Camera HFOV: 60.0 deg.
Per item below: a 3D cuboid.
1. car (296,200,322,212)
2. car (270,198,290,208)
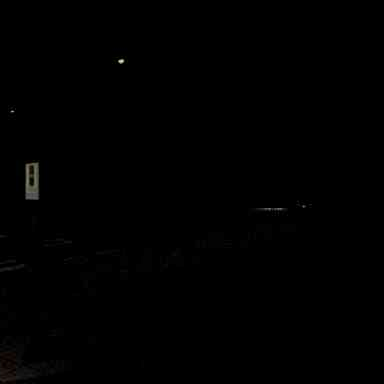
[{"bbox_3d":[13.620,1.571,38.625,1.994,1.385,4.181,-1,-1,35],"label":"car"},{"bbox_3d":[13.084,1.618,49.102,1.812,1.442,4.674,-1,-1,35],"label":"car"}]
